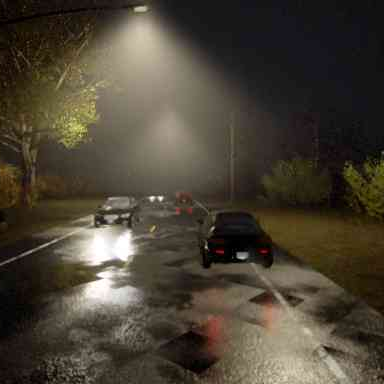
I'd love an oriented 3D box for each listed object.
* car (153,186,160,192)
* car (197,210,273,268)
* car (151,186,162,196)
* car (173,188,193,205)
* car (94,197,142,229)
[{"bbox_3d":[-8.913,-0.746,83.227,1.837,1.490,4.892,0,1,-7],"label":"car"},{"bbox_3d":[1.159,1.269,10.133,1.812,1.442,4.674,0,1,-1],"label":"car"},{"bbox_3d":[-6.190,0.069,58.250,1.895,1.301,4.718,0,2,-5],"label":"car"},{"bbox_3d":[-0.910,0.601,35.716,1.812,1.442,4.674,0,2,-3],"label":"car"},{"bbox_3d":[-3.857,1.039,17.918,2.128,1.511,4.902,0,1,-2],"label":"car"}]
